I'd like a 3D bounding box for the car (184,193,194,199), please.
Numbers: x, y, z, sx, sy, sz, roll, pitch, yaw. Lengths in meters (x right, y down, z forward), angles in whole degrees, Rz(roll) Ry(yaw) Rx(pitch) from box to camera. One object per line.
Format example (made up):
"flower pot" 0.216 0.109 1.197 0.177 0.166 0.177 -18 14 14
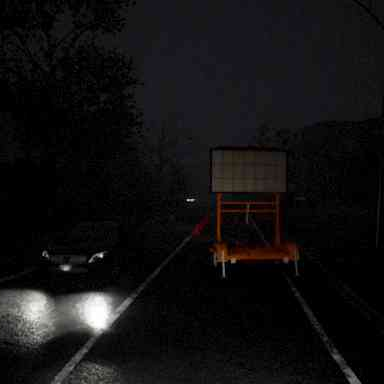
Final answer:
"car" -0.826 1.141 87.861 2.128 1.511 4.902 -1 0 -12

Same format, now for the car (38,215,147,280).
"car" -2.623 1.459 9.931 1.812 1.442 4.674 1 0 7

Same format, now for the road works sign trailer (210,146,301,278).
"road works sign trailer" 1.675 0.441 10.163 2.380 3.560 2.880 1 0 -7
